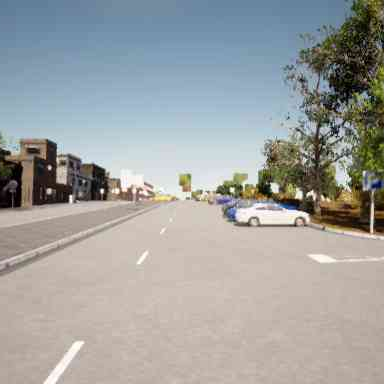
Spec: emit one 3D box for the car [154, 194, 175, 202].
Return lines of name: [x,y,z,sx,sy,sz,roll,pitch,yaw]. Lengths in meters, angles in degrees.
car: [-7.469,1.626,91.916,5.566,2.045,2.435,0,-1,-1]

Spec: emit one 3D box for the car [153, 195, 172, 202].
car: [-7.379,1.532,82.686,4.553,1.767,2.185,0,-1,-1]

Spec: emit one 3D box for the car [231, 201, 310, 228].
car: [5.082,1.471,21.229,4.674,1.452,2.002,0,0,0]

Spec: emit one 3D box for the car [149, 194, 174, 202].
car: [-7.569,1.603,79.765,5.366,1.575,1.946,0,-1,0]

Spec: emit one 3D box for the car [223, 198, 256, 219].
car: [5.090,1.432,24.377,5.008,1.535,2.097,0,0,0]

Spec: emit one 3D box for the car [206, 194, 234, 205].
car: [5.115,1.320,55.263,4.553,1.767,2.185,0,0,0]

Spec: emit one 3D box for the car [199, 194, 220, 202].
car: [4.763,1.587,90.401,5.566,2.045,2.435,0,-2,-1]

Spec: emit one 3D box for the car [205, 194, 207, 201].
car: [5.042,1.488,58.433,4.674,1.452,2.002,0,0,0]

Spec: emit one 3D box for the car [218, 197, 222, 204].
car: [5.081,1.475,30.927,4.674,1.452,2.002,0,0,0]

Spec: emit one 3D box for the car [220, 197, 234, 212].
car: [5.079,1.434,27.651,4.892,1.521,2.231,0,0,0]

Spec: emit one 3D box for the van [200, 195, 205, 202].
van: [4.772,1.375,79.229,4.442,1.987,1.878,0,-1,0]
